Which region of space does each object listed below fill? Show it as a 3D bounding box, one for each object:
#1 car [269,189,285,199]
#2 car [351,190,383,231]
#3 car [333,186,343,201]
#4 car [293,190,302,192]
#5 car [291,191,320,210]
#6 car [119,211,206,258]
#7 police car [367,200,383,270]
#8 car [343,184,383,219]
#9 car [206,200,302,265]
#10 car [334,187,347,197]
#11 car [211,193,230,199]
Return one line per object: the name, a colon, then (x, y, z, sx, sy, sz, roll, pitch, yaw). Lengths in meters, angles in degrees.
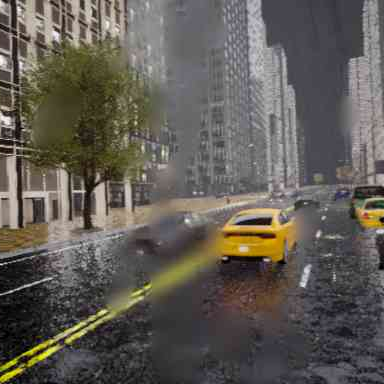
car: (14.332, 0.278, 55.972, 2.097, 1.767, 4.553, -2, 1, 23)
car: (8.901, 0.923, 15.958, 1.801, 1.575, 5.366, -2, 0, 23)
car: (18.780, 0.176, 41.464, 2.097, 1.767, 4.553, -2, 0, 24)
car: (17.768, 0.324, 55.696, 2.033, 1.411, 5.357, -2, 0, 23)
car: (10.262, 0.870, 29.613, 1.994, 1.385, 4.181, -2, 0, 23)
car: (-0.607, 1.480, 12.965, 2.033, 1.411, 5.357, -2, 0, 23)
police car: (4.938, 1.145, 6.690, 1.930, 1.638, 5.238, -2, 0, 23)
car: (11.185, 0.547, 21.327, 2.150, 2.045, 5.566, -2, 0, 23)
car: (2.331, 1.287, 11.041, 1.882, 1.535, 5.008, -2, 0, 23)
car: (24.497, -0.061, 54.920, 1.882, 1.535, 5.008, -2, 0, 23)
car: (6.717, 0.948, 78.551, 4.403, 1.369, 2.008, -3, 0, 22)
